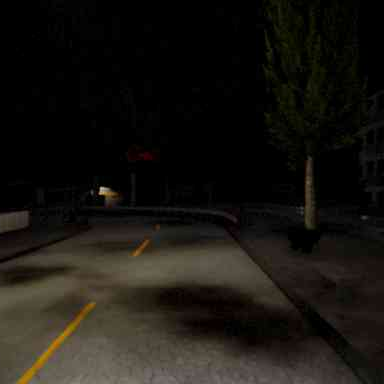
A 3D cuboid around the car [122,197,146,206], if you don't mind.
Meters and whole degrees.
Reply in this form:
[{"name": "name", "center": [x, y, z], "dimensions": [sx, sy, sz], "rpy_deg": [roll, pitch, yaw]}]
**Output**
[{"name": "car", "center": [-9.098, 1.461, 51.794], "dimensions": [3.633, 1.501, 1.845], "rpy_deg": [0, 0, 0]}]
